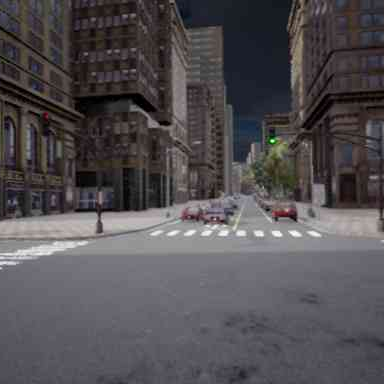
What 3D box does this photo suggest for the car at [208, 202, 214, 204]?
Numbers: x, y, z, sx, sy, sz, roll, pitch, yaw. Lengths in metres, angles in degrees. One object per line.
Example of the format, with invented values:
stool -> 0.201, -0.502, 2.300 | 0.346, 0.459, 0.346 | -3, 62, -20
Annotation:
car -> 1.014, 2.122, 37.603 | 2.008, 1.369, 4.403 | 0, -1, 10

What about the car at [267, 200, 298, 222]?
car -> 8.504, 1.693, 30.737 | 2.192, 1.841, 5.009 | 0, -1, 10

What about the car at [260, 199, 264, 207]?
car -> 12.199, 2.150, 52.758 | 1.752, 1.417, 4.829 | 0, -1, 10

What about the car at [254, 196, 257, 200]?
car -> 18.585, 2.492, 90.844 | 1.947, 1.339, 4.313 | 0, 0, 10

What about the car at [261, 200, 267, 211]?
car -> 11.255, 2.133, 47.125 | 1.947, 1.339, 4.313 | 0, -1, 10

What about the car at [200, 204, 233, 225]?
car -> 2.141, 1.988, 28.172 | 1.994, 1.385, 4.181 | -1, -1, 10

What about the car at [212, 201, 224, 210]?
car -> 4.680, 2.386, 59.458 | 1.802, 1.307, 4.206 | 0, -1, 10

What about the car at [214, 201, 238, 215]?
car -> 4.079, 2.107, 39.714 | 2.033, 1.411, 5.357 | -1, -1, 10

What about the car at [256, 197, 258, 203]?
car -> 15.837, 2.381, 74.450 | 1.947, 1.339, 4.313 | 0, 0, 10

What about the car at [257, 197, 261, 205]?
car -> 14.004, 2.166, 63.521 | 1.967, 1.590, 4.097 | 0, -1, 10

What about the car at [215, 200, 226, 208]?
car -> 5.596, 2.294, 64.925 | 1.967, 1.590, 4.097 | 0, -1, 10

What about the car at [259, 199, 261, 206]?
car -> 13.088, 2.259, 58.054 | 1.802, 1.307, 4.206 | 0, -1, 10

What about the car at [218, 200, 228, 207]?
car -> 6.484, 2.424, 70.221 | 1.752, 1.417, 4.829 | 0, -1, 10

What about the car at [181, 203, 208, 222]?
car -> 0.098, 2.051, 32.140 | 1.887, 1.381, 4.507 | 0, -1, 10

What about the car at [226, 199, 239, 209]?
car -> 6.905, 2.338, 56.258 | 1.895, 1.301, 4.718 | -1, -1, 10

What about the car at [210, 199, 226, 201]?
car -> 3.762, 2.066, 53.998 | 2.192, 1.841, 5.009 | 0, -1, 10
